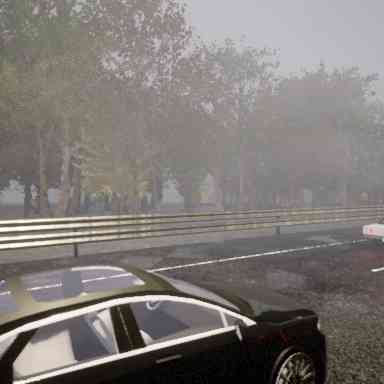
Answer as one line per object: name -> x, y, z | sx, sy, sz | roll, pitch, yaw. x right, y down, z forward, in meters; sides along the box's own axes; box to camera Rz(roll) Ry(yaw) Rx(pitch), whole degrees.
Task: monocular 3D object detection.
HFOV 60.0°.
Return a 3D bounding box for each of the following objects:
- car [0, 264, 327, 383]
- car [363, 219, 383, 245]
car -> -0.705, 1.491, 3.156 | 4.902, 1.511, 2.128 | 0, 0, -35
car -> 9.404, 1.581, 14.024 | 4.718, 1.301, 1.895 | 0, 0, -32
